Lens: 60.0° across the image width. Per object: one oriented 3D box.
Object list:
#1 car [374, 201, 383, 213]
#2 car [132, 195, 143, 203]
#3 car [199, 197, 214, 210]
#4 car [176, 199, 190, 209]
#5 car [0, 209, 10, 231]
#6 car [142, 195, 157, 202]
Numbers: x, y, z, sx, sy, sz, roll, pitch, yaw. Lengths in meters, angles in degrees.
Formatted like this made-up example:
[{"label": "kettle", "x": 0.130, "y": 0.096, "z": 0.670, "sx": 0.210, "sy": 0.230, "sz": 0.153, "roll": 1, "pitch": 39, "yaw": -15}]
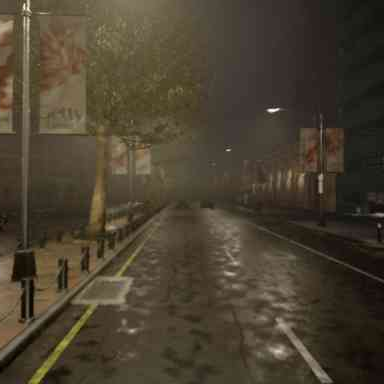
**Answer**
[{"label": "car", "x": 21.736, "y": 1.738, "z": 37.147, "sx": 2.161, "sy": 1.482, "sz": 4.786, "roll": 0, "pitch": 0, "yaw": -2}, {"label": "car", "x": -13.870, "y": 1.907, "z": 80.961, "sx": 1.837, "sy": 1.490, "sz": 4.892, "roll": 0, "pitch": 0, "yaw": -2}, {"label": "car", "x": 2.155, "y": 1.778, "z": 49.331, "sx": 1.882, "sy": 1.535, "sz": 5.008, "roll": 0, "pitch": 0, "yaw": -2}, {"label": "car", "x": -1.377, "y": 1.794, "z": 50.262, "sx": 1.837, "sy": 1.490, "sz": 4.892, "roll": 0, "pitch": 0, "yaw": -2}, {"label": "car", "x": -12.124, "y": 1.541, "z": 18.516, "sx": 2.128, "sy": 1.511, "sz": 4.902, "roll": 0, "pitch": 0, "yaw": -2}, {"label": "car", "x": -10.372, "y": 1.925, "z": 81.063, "sx": 1.837, "sy": 1.490, "sz": 4.892, "roll": 0, "pitch": 0, "yaw": -2}]
